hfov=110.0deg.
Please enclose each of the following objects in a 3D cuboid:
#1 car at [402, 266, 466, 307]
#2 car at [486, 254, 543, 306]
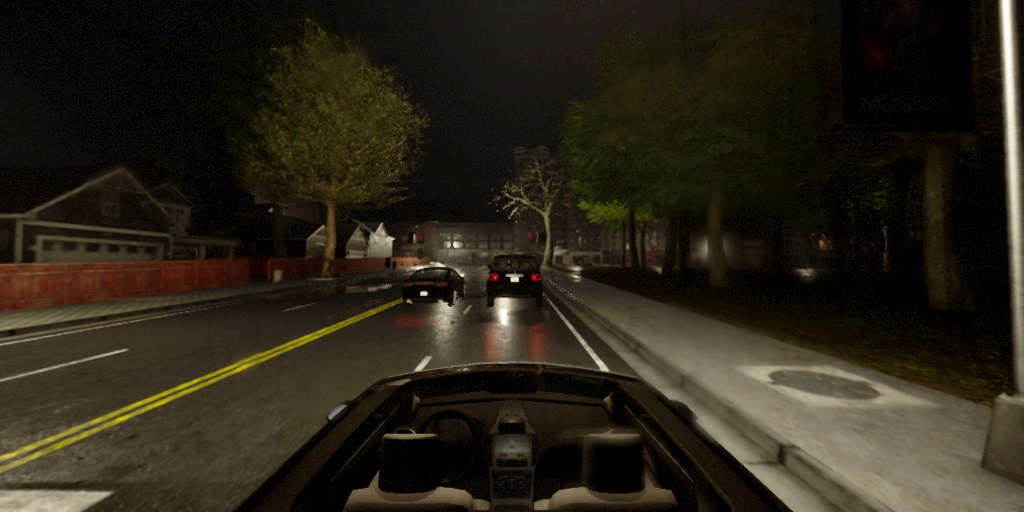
[{"bbox_3d":[-3.151,1.181,15.289,1.882,1.535,5.008,0,0,0],"label":"car"},{"bbox_3d":[0.099,0.925,15.451,2.150,2.045,5.566,0,0,0],"label":"car"}]
